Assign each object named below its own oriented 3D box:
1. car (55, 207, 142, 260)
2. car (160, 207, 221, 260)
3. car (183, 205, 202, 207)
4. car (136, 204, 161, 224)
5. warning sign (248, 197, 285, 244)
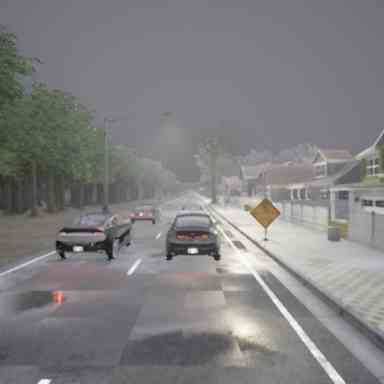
[{"bbox_3d":[-3.452,1.530,12.574,2.128,1.511,4.902,0,0,0],"label":"car"},{"bbox_3d":[0.048,1.544,12.622,1.837,1.490,4.892,0,0,0],"label":"car"},{"bbox_3d":[0.043,1.679,26.990,1.895,1.301,4.718,0,0,1],"label":"car"},{"bbox_3d":[-3.475,1.622,25.430,2.033,1.411,5.357,0,0,0],"label":"car"},{"bbox_3d":[3.051,1.157,13.798,1.300,1.860,1.060,0,0,0],"label":"warning sign"}]
